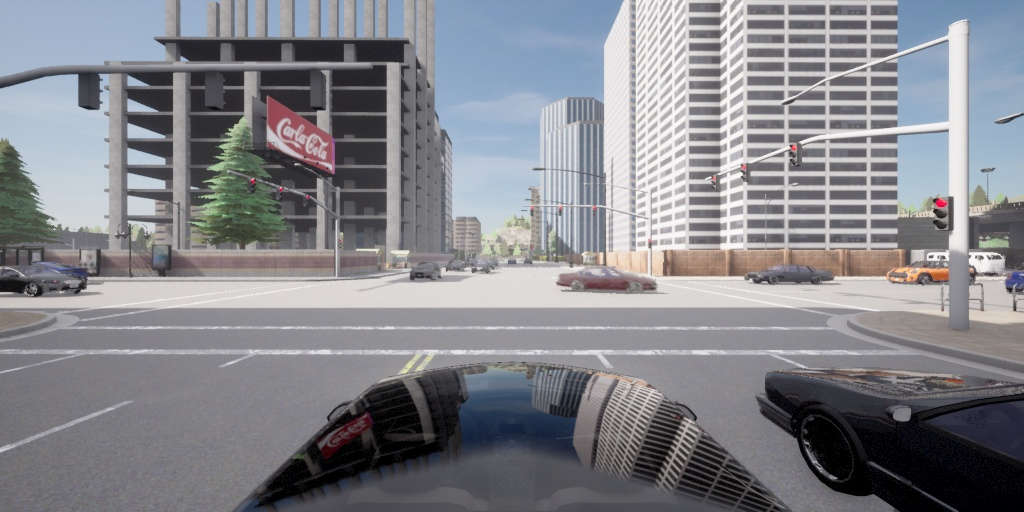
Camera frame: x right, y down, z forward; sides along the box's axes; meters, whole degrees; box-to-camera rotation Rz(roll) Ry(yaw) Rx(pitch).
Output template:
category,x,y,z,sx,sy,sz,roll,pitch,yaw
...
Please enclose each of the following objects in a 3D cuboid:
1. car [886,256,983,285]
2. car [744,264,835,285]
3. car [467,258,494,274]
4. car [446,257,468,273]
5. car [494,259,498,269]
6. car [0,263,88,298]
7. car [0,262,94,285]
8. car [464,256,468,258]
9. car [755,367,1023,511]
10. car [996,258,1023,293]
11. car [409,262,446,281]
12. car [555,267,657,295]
category,x,y,z,sx,sy,sz,roll,pitch,yaw
car,29.655,1.102,25.517,4.553,1.767,2.097,0,0,1
car,19.646,1.297,25.495,5.357,1.411,2.033,0,0,0
car,-3.584,1.241,41.786,2.128,1.511,4.902,0,0,0
car,-7.080,1.254,44.668,1.837,1.490,4.892,0,0,0
car,-3.573,1.242,53.512,2.128,1.511,4.902,0,0,0
car,-24.548,1.241,18.079,4.902,1.511,2.128,0,0,0
car,-33.041,1.227,25.216,5.008,1.535,1.882,0,0,0
car,-7.048,1.254,61.870,1.837,1.490,4.892,0,0,0
car,3.597,1.297,1.449,2.033,1.411,5.357,0,0,0
car,28.624,1.103,18.357,4.553,1.767,2.097,0,0,0
car,-7.089,1.255,29.829,1.837,1.490,4.892,0,0,0
car,5.149,1.297,19.856,5.357,1.411,2.033,0,0,22
